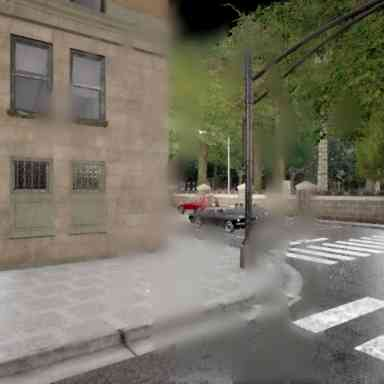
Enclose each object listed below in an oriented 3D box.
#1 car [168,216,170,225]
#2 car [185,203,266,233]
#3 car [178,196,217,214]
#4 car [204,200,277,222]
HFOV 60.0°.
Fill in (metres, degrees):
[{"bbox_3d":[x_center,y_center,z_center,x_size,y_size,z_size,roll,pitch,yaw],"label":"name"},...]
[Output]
[{"bbox_3d":[-3.169,1.544,22.284,1.947,1.339,4.313,0,0,-35],"label":"car"},{"bbox_3d":[1.846,1.586,19.878,1.895,1.301,4.718,0,0,-35],"label":"car"},{"bbox_3d":[0.601,1.285,31.822,2.192,1.841,5.009,0,0,-35],"label":"car"},{"bbox_3d":[3.382,1.530,23.285,2.033,1.411,5.357,0,0,-35],"label":"car"}]
